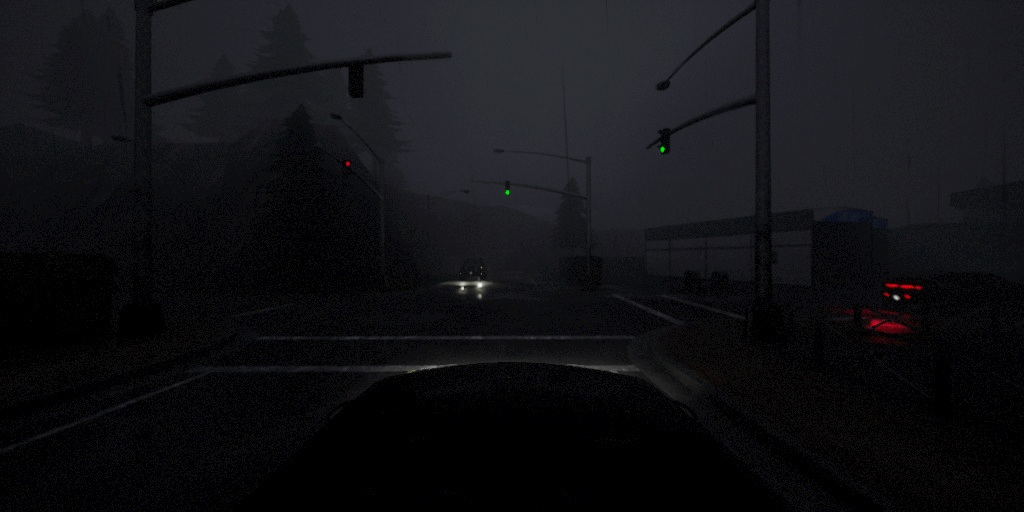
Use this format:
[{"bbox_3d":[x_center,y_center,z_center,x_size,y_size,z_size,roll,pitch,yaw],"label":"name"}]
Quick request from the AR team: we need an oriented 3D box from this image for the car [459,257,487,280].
[{"bbox_3d":[-3.593,1.143,34.008,2.150,2.045,5.566,0,0,0],"label":"car"}]

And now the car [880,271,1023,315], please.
[{"bbox_3d":[16.785,1.316,13.378,4.892,1.490,1.837,0,0,1],"label":"car"}]

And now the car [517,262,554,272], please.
[{"bbox_3d":[3.453,1.564,52.027,5.357,1.411,2.033,0,0,-21],"label":"car"}]
